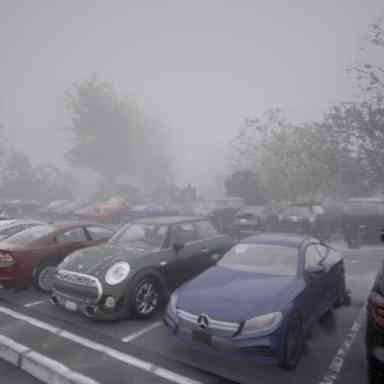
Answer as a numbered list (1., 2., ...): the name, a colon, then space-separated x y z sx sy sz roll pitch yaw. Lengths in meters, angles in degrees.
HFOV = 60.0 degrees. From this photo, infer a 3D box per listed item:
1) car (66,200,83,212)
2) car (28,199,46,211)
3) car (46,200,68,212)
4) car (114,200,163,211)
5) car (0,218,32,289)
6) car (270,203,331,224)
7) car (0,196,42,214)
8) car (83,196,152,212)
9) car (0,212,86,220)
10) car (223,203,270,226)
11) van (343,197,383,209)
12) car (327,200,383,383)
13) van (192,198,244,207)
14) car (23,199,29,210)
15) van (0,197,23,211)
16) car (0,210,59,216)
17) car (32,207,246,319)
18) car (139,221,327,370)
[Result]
1. car: -7.579 1.598 27.781 2.163 1.488 4.792 0 0 35
2. car: -12.062 1.531 31.005 2.231 1.521 4.892 0 0 35
3. car: -9.882 1.578 29.415 2.163 1.488 4.792 0 0 35
4. car: -2.949 1.604 24.528 2.097 1.535 5.008 1 0 35
5. car: -3.154 1.547 9.260 2.097 1.535 5.008 -1 0 35
6. car: 6.256 1.390 17.967 2.185 1.767 4.553 -1 0 35
7. car: -18.994 1.346 35.873 2.185 1.767 4.553 0 0 35
8. car: -5.273 1.336 26.148 2.435 2.045 5.566 0 0 35
9. car: -5.457 1.617 10.896 2.002 1.452 4.674 -1 0 35
10. car: 4.093 1.574 19.578 2.163 1.488 4.792 -1 -1 35
11. van: 8.745 1.259 16.385 1.878 1.987 4.442 -1 -1 35
12. car: 3.779 1.205 4.388 2.435 2.045 5.566 -1 0 35
13. van: 1.699 1.349 21.092 1.878 1.987 4.442 -1 0 35
14. car: -16.778 1.490 34.334 2.097 1.535 5.008 0 0 35
15. van: -10.114 1.381 14.343 1.878 1.987 4.442 0 0 35
16. car: -7.767 1.643 12.539 2.002 1.452 4.674 -1 0 35
17. car: -0.828 1.391 7.657 2.185 1.767 4.553 -1 0 35
18. car: 1.462 1.527 5.999 2.002 1.452 4.674 -1 0 35
